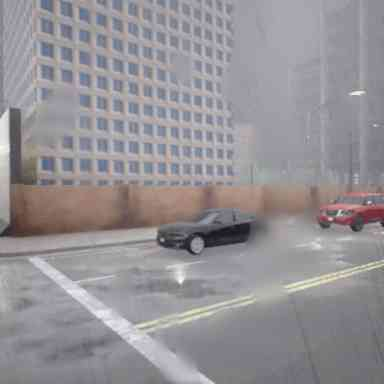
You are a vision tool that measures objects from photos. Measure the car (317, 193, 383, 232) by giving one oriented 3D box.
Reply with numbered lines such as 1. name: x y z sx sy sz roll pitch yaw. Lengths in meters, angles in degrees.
1. car: 9.664 1.076 19.462 5.566 2.045 2.150 -1 0 -36

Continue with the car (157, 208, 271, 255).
1. car: 0.972 1.420 13.278 5.008 1.535 1.882 -1 0 -35
